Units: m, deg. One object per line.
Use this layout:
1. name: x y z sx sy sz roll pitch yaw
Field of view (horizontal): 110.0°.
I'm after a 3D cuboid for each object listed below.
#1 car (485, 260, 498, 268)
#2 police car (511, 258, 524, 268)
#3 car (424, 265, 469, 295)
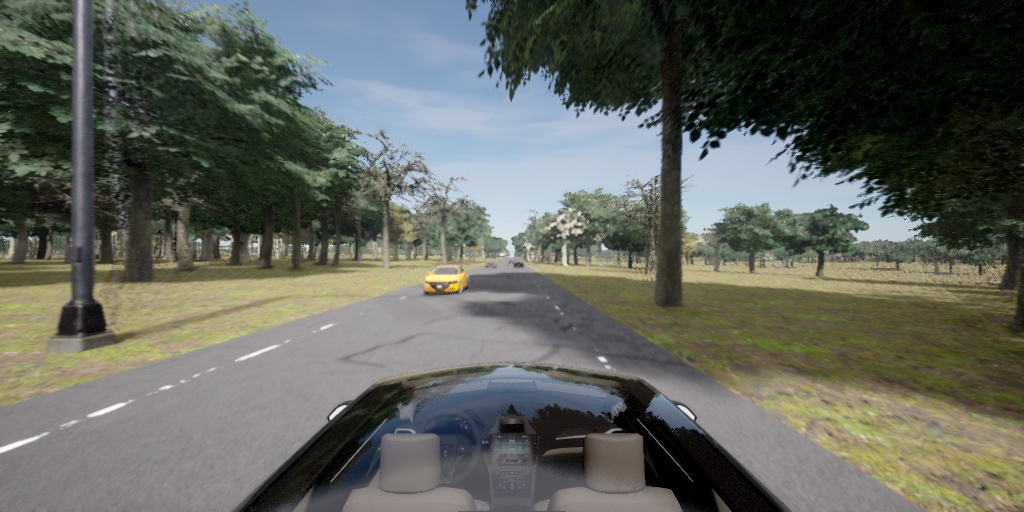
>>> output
1. car: -3.518 1.451 62.331 1.994 1.385 4.181 0 0 0
2. police car: 1.221 1.328 65.332 1.930 1.638 5.238 0 0 0
3. car: -3.589 1.255 20.284 1.882 1.535 5.008 0 0 0
